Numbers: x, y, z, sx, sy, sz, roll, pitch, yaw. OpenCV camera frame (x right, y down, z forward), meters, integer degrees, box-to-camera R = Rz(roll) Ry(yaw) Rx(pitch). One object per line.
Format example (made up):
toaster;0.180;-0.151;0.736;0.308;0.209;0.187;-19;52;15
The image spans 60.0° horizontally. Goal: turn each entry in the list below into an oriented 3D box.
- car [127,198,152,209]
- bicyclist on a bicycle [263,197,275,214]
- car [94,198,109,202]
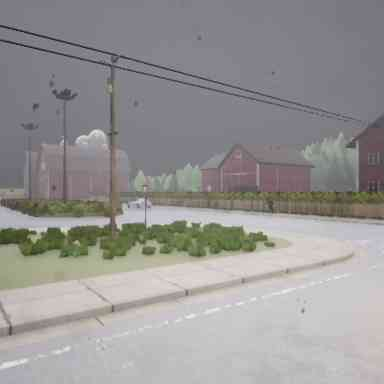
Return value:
car;-7.079;1.531;44.889;1.812;1.442;4.674;0;0;-36
bicyclist on a bicycle;7.301;1.298;31.588;1.656;1.620;0.582;0;0;-36
car;-15.871;1.614;57.080;1.895;1.301;4.718;0;0;-36
